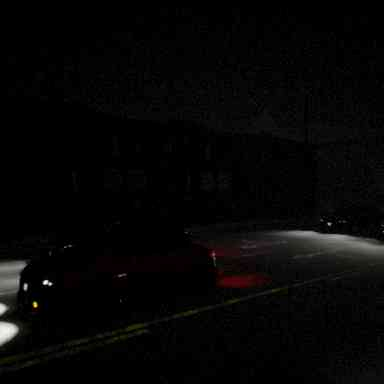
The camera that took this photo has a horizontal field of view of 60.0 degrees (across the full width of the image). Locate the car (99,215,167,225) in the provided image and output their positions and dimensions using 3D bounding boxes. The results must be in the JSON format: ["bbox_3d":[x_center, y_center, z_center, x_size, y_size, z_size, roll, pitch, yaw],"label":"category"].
[{"bbox_3d":[-2.226,1.526,11.025,4.674,1.442,1.812,0,0,-36],"label":"car"}]

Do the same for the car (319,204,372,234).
[{"bbox_3d":[9.411,1.506,19.436,4.892,1.490,1.837,0,0,-36],"label":"car"}]

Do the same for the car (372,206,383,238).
[{"bbox_3d":[11.181,1.478,16.397,5.008,1.535,1.882,0,0,-36],"label":"car"}]

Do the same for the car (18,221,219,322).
[{"bbox_3d":[-1.435,1.565,7.279,4.181,1.385,1.994,0,0,-36],"label":"car"}]
